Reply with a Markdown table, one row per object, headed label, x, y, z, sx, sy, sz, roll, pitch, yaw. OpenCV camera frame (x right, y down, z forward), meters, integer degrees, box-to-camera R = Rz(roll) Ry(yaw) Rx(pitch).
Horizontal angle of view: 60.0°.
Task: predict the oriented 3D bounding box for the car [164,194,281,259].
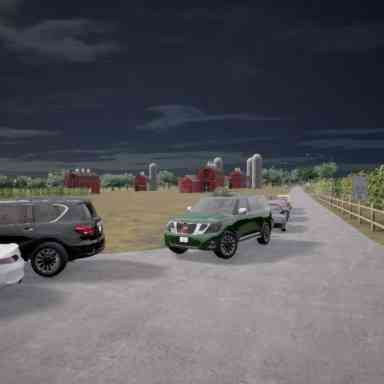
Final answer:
| label | x | y | z | sx | sy | sz | roll | pitch | yaw |
| --- | --- | --- | --- | --- | --- | --- | --- | --- | --- |
| car | 1.279 | 1.110 | 12.690 | 2.150 | 2.045 | 5.566 | 0 | 0 | 34 |

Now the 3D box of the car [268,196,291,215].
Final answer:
| label | x | y | z | sx | sy | sz | roll | pitch | yaw |
| --- | --- | --- | --- | --- | --- | --- | --- | --- | --- |
| car | 8.144 | 1.203 | 30.803 | 1.837 | 1.490 | 4.892 | 0 | 0 | 17 |

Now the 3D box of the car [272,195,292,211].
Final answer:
| label | x | y | z | sx | sy | sz | roll | pitch | yaw |
| --- | --- | --- | --- | --- | --- | --- | --- | --- | --- |
| car | 9.950 | 1.115 | 36.509 | 1.882 | 1.535 | 5.008 | 0 | 0 | 18 |

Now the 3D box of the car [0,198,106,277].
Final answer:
| label | x | y | z | sx | sy | sz | roll | pitch | yaw |
| --- | --- | --- | --- | --- | --- | --- | --- | --- | --- |
| car | -5.379 | 1.228 | 9.608 | 5.566 | 2.045 | 2.150 | -1 | 1 | -4 |

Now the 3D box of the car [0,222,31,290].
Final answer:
| label | x | y | z | sx | sy | sz | roll | pitch | yaw |
| --- | --- | --- | --- | --- | --- | --- | --- | --- | --- |
| car | -5.881 | 1.612 | 6.469 | 4.674 | 1.442 | 1.812 | -2 | 1 | -31 |

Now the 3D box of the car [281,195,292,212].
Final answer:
| label | x | y | z | sx | sy | sz | roll | pitch | yaw |
| --- | --- | --- | --- | --- | --- | --- | --- | --- | --- |
| car | 6.230 | 1.238 | 24.755 | 1.882 | 1.535 | 5.008 | 0 | 0 | 18 |

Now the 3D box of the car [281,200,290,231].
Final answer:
| label | x | y | z | sx | sy | sz | roll | pitch | yaw |
| --- | --- | --- | --- | --- | --- | --- | --- | --- | --- |
| car | 4.387 | 1.383 | 19.019 | 1.994 | 1.385 | 4.181 | 0 | 0 | 17 |
